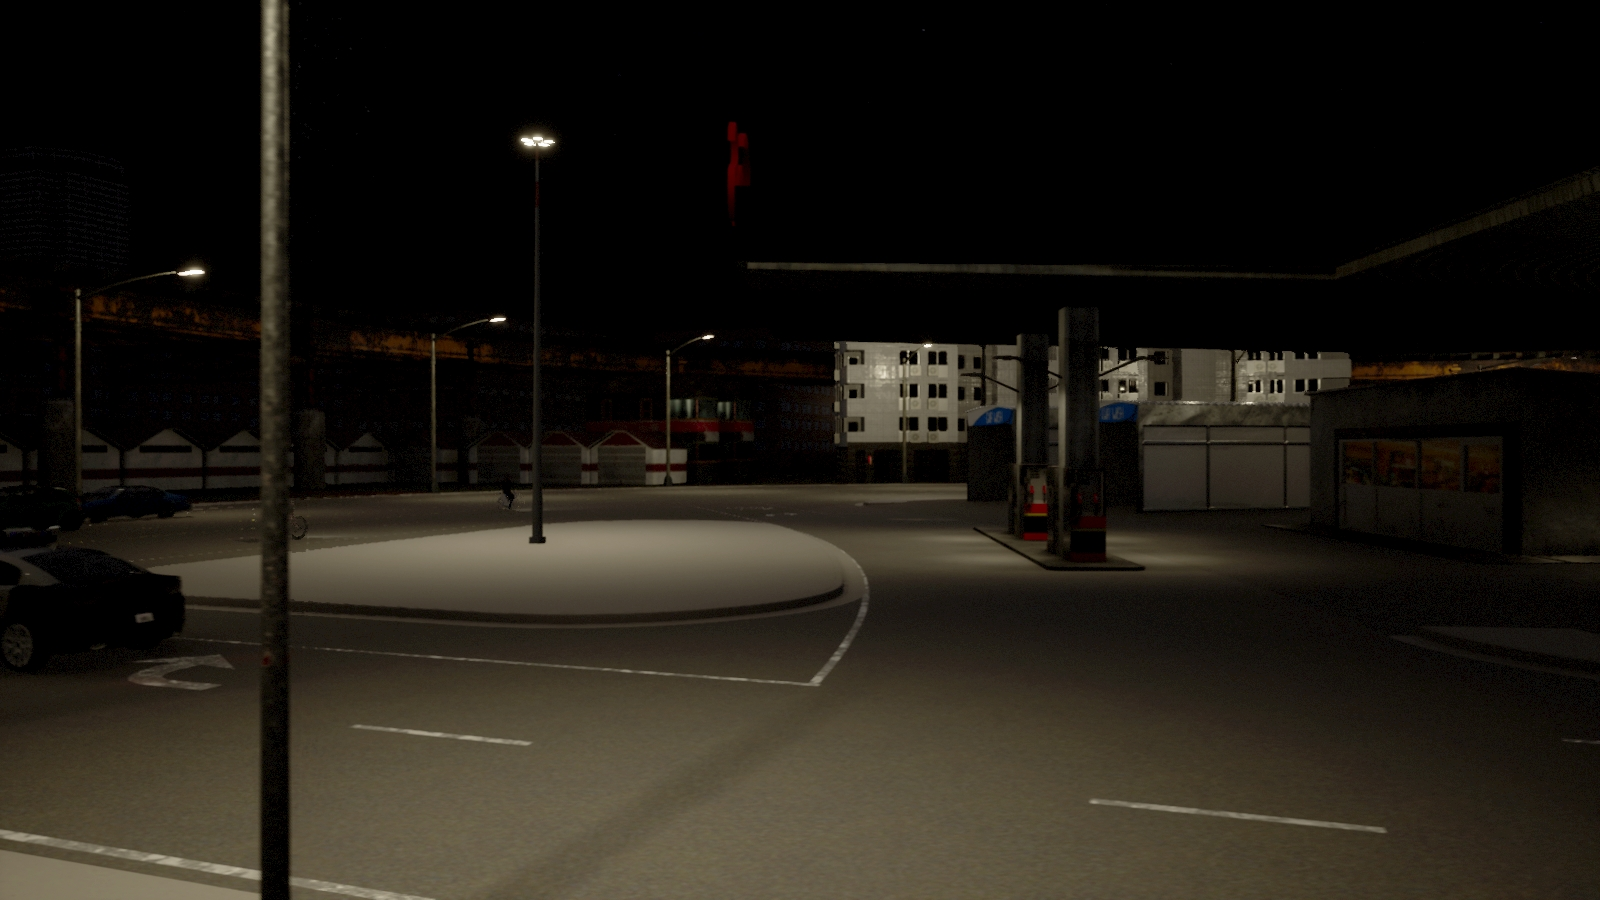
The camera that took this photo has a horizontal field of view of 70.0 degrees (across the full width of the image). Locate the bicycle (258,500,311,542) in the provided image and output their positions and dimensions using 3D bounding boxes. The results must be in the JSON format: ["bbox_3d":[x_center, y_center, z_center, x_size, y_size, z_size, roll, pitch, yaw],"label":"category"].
[{"bbox_3d":[-16.188,2.221,35.897,0.329,1.196,1.835,0,0,20],"label":"bicycle"}]

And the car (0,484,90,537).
[{"bbox_3d":[-26.438,2.031,38.472,1.851,1.617,3.988,0,0,21],"label":"car"}]

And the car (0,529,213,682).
[{"bbox_3d":[-10.913,1.995,15.653,5.238,1.638,2.097,0,0,20],"label":"car"}]
